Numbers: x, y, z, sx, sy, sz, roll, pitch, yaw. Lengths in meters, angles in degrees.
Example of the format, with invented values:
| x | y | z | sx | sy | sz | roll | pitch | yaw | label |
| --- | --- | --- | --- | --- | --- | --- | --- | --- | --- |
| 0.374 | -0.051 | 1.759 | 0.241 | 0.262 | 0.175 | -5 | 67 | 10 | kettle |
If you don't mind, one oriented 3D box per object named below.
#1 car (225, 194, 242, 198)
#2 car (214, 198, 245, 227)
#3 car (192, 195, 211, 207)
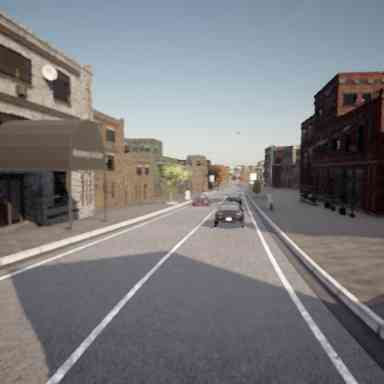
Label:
| x | y | z | sx | sy | sz | roll | pitch | yaw | label |
| --- | --- | --- | --- | --- | --- | --- | --- | --- | --- |
| 5.192 | 0.949 | 41.413 | 1.882 | 1.535 | 5.008 | 1 | 1 | 8 | car |
| 2.451 | 1.368 | 21.508 | 1.812 | 1.442 | 4.674 | 1 | 1 | 8 | car |
| 1.189 | 1.036 | 39.411 | 1.994 | 1.385 | 4.181 | 1 | 1 | 8 | car |
